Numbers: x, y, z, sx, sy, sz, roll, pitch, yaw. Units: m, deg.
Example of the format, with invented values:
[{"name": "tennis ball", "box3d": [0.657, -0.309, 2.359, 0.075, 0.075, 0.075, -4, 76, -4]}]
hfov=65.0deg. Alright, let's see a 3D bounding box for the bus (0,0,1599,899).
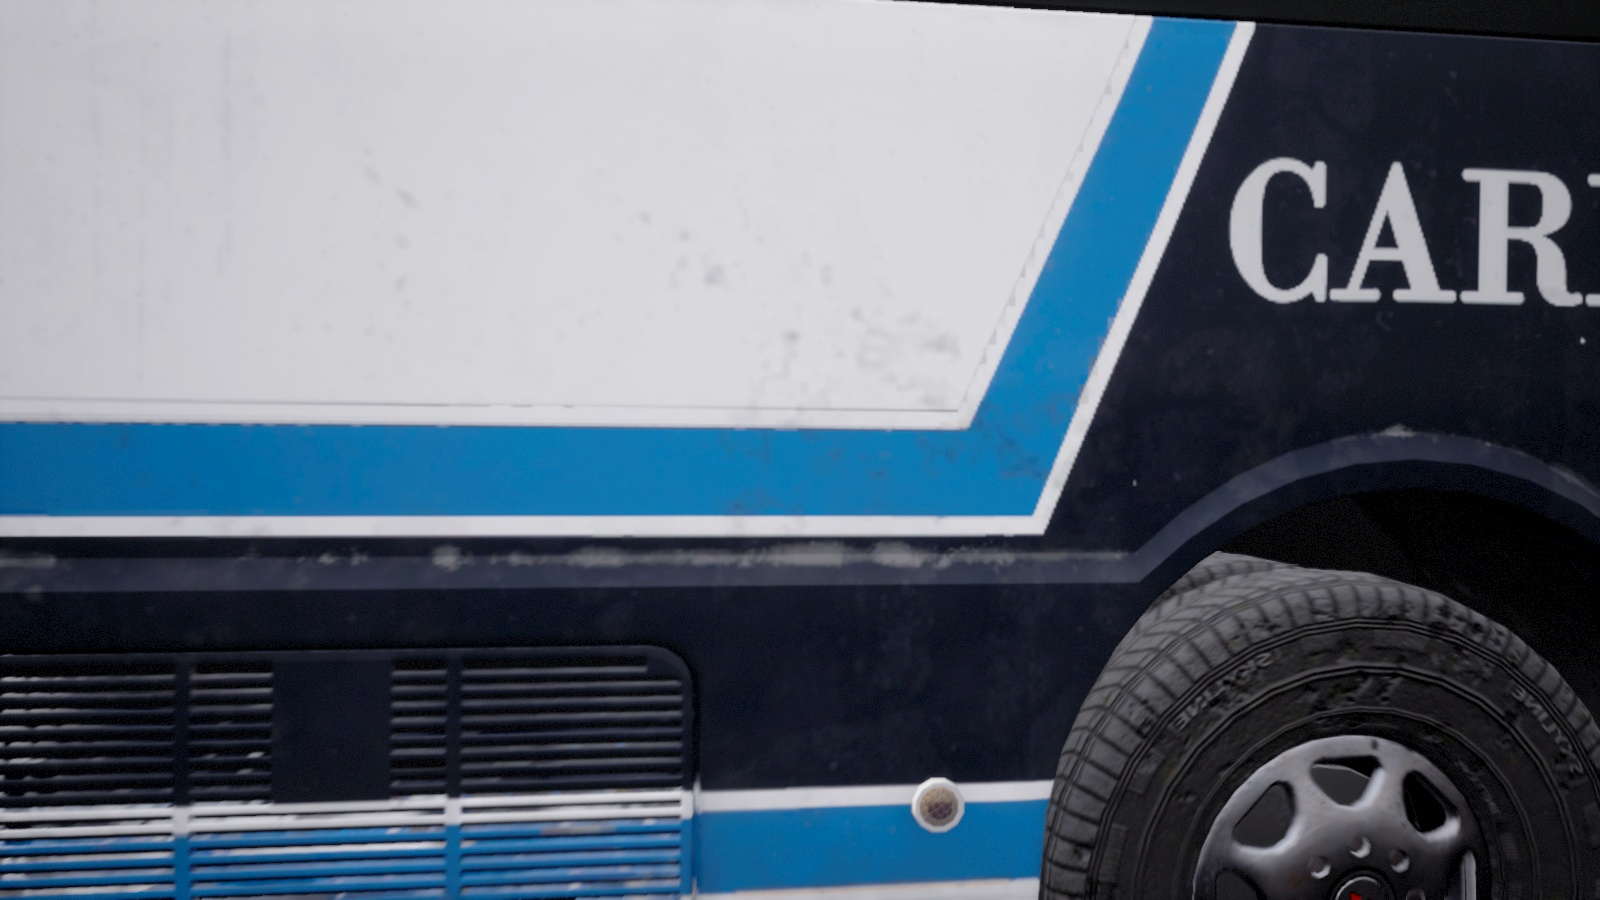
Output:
[{"name": "bus", "box3d": [-1.717, -0.622, 3.513, 10.273, 4.253, 3.944, -1, 1, -8]}]
